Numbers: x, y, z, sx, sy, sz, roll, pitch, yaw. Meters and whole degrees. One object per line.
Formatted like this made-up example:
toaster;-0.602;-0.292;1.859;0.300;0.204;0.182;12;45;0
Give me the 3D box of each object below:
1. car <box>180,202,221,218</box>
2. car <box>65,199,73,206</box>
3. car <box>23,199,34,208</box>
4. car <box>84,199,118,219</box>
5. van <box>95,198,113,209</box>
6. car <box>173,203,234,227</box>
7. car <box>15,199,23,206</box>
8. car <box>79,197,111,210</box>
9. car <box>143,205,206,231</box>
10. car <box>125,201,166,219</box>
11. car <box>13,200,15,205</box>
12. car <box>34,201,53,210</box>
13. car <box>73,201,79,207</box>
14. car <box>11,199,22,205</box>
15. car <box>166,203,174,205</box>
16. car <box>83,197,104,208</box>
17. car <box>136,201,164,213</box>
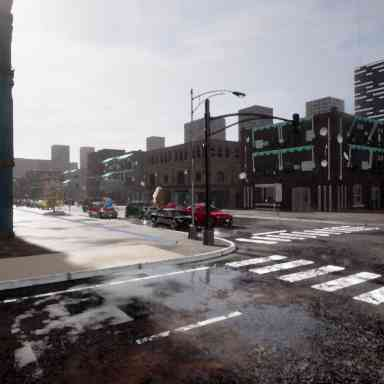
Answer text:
car;0.797;1.810;34.839;2.008;1.369;4.403;-2;0;-35
car;-28.003;2.364;75.486;1.947;1.339;4.313;-1;0;-35
car;-31.640;2.376;66.123;2.008;1.369;4.403;-1;0;-35
car;-9.242;1.847;34.508;1.967;1.590;4.097;-1;0;-35
van;-15.207;1.907;57.420;1.690;1.788;3.998;-1;0;-35
car;0.964;1.698;24.602;1.882;1.535;5.008;-1;0;-35
car;-38.042;2.380;75.155;1.967;1.590;4.097;-1;0;-35
car;-12.656;1.710;43.857;2.150;2.045;5.566;-1;0;-35
car;-1.315;1.815;23.116;1.947;1.339;4.313;-1;0;-35
car;-4.897;1.689;32.875;2.097;1.767;4.553;-1;0;-35
car;-41.240;2.547;79.672;2.008;1.369;4.403;-1;0;-35
car;-25.141;2.233;56.951;1.752;1.417;4.829;-1;0;-35
car;-21.603;2.228;66.453;1.887;1.381;4.507;-1;0;-35
car;-44.439;2.598;84.188;1.887;1.381;4.507;-1;0;-35
car;-2.402;1.904;39.355;1.802;1.307;4.206;-2;0;-35
car;-18.408;1.940;61.936;2.192;1.841;5.009;-1;0;-35
car;-5.601;1.966;43.871;1.802;1.307;4.206;-1;0;-35
